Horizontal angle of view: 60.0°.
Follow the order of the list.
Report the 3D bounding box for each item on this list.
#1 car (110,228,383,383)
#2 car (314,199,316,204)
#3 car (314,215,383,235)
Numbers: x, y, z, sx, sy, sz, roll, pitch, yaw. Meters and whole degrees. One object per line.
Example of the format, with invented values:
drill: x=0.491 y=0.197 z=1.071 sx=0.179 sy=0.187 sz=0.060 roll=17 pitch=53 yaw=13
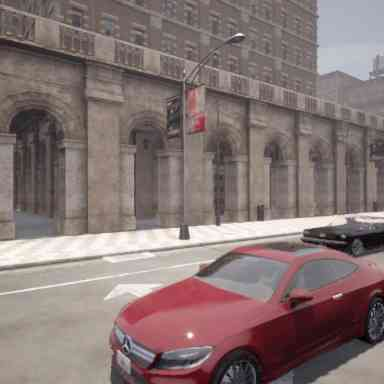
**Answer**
car: x=1.162 y=1.526 z=4.864 sx=4.674 sy=1.442 sz=1.812 roll=0 pitch=0 yaw=-36
car: x=20.450 y=1.595 z=60.727 sx=1.895 sy=1.301 sz=4.718 roll=0 pitch=0 yaw=-37
car: x=6.391 y=1.601 z=13.037 sx=4.718 sy=1.301 sz=1.895 roll=0 pitch=0 yaw=-36
